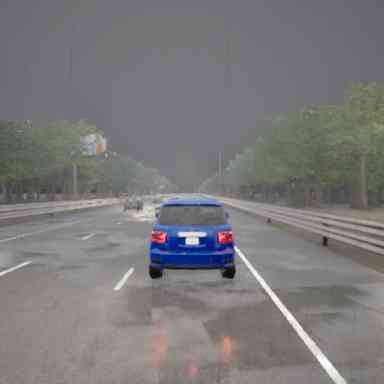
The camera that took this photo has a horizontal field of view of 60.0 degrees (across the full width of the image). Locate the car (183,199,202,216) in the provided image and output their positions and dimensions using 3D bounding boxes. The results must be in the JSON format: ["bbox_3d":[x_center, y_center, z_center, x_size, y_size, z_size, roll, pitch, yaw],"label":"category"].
[{"bbox_3d":[0.023,1.563,35.242,1.837,1.490,4.892,0,1,0],"label":"car"}]

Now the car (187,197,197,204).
[{"bbox_3d":[0.075,1.679,68.819,1.994,1.385,4.181,0,0,1],"label":"car"}]

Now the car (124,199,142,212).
[{"bbox_3d":[-6.964,1.565,40.199,2.128,1.511,4.902,0,0,0],"label":"car"}]

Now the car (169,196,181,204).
[{"bbox_3d":[-3.426,1.616,68.774,2.128,1.511,4.902,0,0,1],"label":"car"}]

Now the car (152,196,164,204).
[{"bbox_3d":[-6.929,1.643,68.509,1.812,1.442,4.674,0,0,1],"label":"car"}]

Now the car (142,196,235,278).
[{"bbox_3d":[0.006,1.226,10.258,2.150,2.045,5.566,0,0,0],"label":"car"}]

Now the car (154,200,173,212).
[{"bbox_3d":[-3.465,1.675,40.602,1.895,1.301,4.718,0,0,0],"label":"car"}]
